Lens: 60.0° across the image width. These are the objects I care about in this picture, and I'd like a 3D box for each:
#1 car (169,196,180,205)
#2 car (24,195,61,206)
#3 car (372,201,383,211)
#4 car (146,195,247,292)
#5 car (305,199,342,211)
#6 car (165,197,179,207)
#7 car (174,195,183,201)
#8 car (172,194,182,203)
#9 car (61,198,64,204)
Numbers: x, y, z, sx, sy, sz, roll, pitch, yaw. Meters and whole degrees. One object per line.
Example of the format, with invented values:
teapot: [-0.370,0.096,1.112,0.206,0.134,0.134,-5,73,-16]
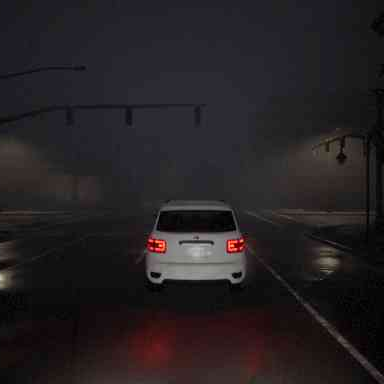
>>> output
car: [-3.183,1.478,62.161,1.882,1.535,5.008,0,0,0]
car: [-23.303,1.295,51.024,4.611,1.667,2.242,0,0,1]
car: [24.726,1.524,41.021,4.674,1.442,1.812,0,0,1]
car: [0.089,1.221,9.091,2.150,2.045,5.566,0,0,0]
car: [16.225,1.564,41.091,4.181,1.385,1.994,0,0,0]
car: [-3.120,1.547,52.584,2.033,1.411,5.357,0,0,0]
car: [-3.287,1.539,82.512,2.033,1.411,5.357,0,0,0]
car: [-3.202,1.355,72.164,2.097,1.767,4.553,0,0,0]
car: [-24.018,1.456,56.775,3.806,1.475,1.970,0,0,1]
